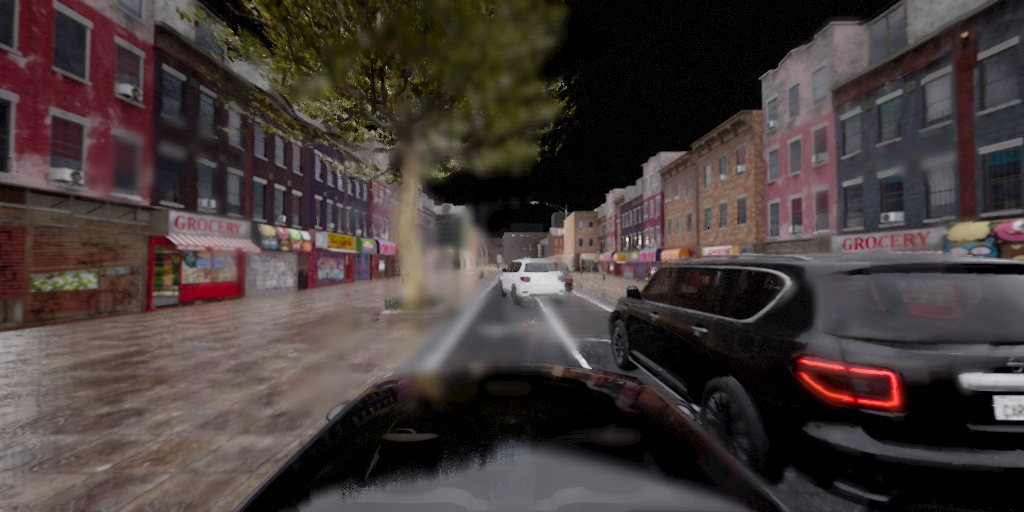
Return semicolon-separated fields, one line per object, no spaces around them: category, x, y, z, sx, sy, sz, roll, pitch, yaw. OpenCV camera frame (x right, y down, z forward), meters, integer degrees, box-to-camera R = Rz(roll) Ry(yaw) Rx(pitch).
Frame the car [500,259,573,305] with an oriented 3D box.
car;0.847;1.168;17.549;2.150;2.045;5.566;0;-1;-12

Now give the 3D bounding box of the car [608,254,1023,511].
car;2.982;1.016;4.787;2.150;2.045;5.566;0;-1;0
